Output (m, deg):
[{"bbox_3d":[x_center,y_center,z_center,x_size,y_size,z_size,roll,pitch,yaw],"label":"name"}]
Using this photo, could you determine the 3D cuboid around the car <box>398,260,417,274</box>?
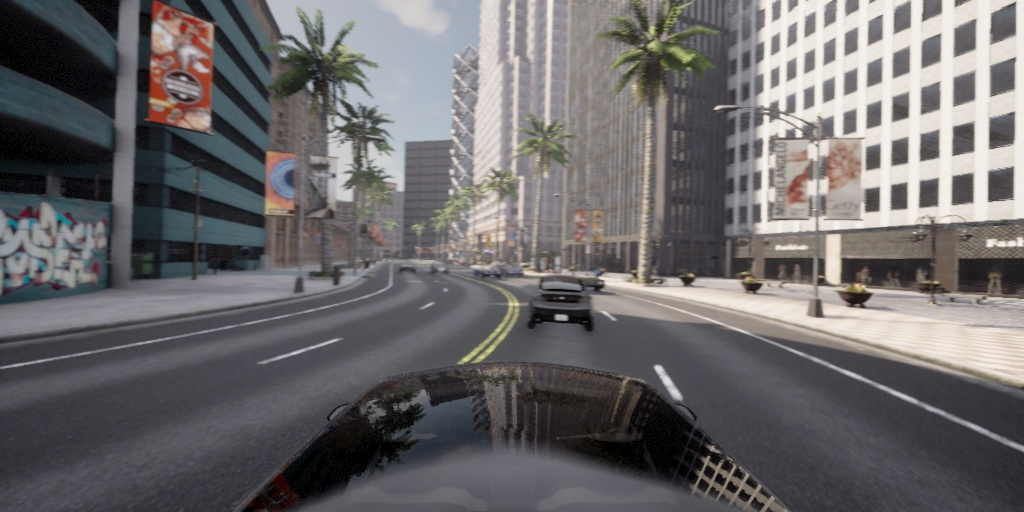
[{"bbox_3d":[-12.476,1.279,42.635,1.837,1.490,4.892,2,-1,-18],"label":"car"}]

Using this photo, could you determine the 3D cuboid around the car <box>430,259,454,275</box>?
[{"bbox_3d":[-8.428,1.353,41.500,2.128,1.511,4.902,2,-1,-18],"label":"car"}]

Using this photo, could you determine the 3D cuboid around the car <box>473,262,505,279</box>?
[{"bbox_3d":[-2.499,1.561,35.080,1.895,1.301,4.718,2,0,-18],"label":"car"}]

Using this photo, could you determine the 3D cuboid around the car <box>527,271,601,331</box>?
[{"bbox_3d":[1.535,1.377,11.704,1.837,1.490,4.892,2,0,6],"label":"car"}]

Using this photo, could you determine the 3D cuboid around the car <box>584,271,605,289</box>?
[{"bbox_3d":[4.317,1.644,23.768,1.895,1.301,4.718,2,0,-11],"label":"car"}]

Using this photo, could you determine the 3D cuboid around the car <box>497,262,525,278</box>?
[{"bbox_3d":[-0.257,1.602,39.456,2.033,1.411,5.357,2,0,-18],"label":"car"}]
